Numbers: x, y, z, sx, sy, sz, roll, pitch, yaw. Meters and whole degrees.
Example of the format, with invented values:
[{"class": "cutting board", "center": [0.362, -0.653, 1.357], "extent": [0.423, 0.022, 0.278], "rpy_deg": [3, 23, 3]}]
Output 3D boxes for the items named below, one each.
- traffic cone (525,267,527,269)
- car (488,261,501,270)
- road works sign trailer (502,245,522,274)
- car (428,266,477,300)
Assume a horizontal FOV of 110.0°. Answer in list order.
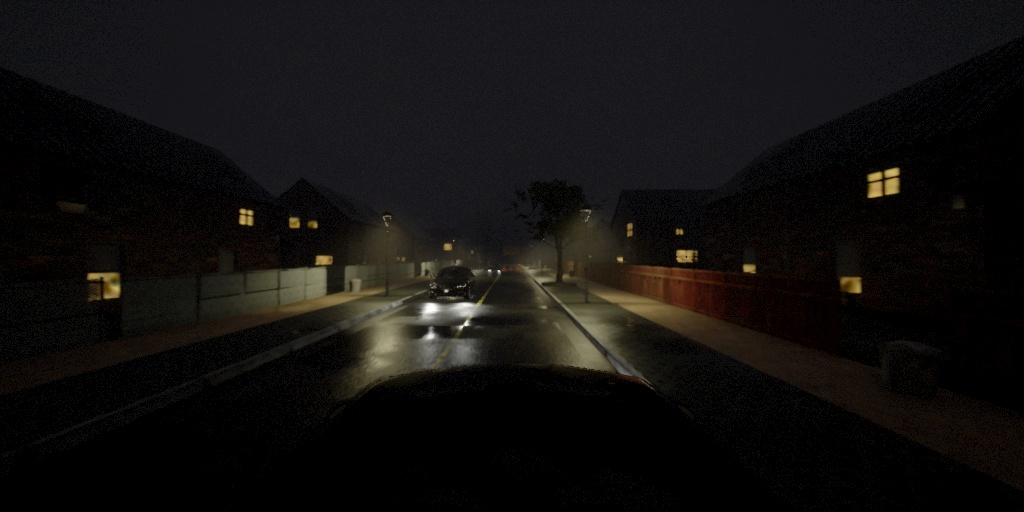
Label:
[{"class": "traffic cone", "center": [1.972, 1.600, 56.205], "extent": [0.340, 0.580, 0.340], "rpy_deg": [0, 0, -7]}, {"class": "car", "center": [-2.816, 1.496, 59.125], "extent": [1.837, 1.490, 4.892], "rpy_deg": [0, 0, 1]}, {"class": "road works sign trailer", "center": [-0.015, 0.345, 43.199], "extent": [2.380, 3.560, 2.880], "rpy_deg": [0, 0, 0]}, {"class": "car", "center": [-2.854, 1.279, 17.992], "extent": [1.837, 1.490, 4.892], "rpy_deg": [0, 0, 0]}]
